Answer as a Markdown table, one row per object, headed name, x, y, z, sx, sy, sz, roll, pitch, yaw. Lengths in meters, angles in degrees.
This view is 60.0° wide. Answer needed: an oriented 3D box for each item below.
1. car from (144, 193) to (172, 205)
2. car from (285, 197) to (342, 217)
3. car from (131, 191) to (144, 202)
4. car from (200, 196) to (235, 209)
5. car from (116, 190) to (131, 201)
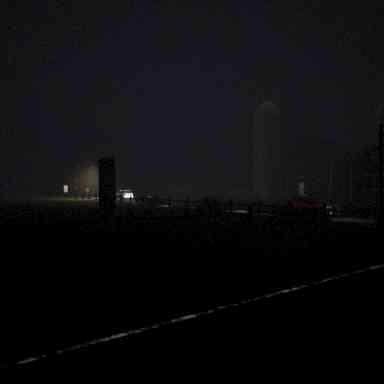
| name | x | y | z | sx | sy | sz | roll | pitch | yaw |
| --- | --- | --- | --- | --- | --- | --- | --- | --- | --- |
| car | -4.809 | 1.134 | 49.004 | 1.812 | 1.442 | 4.674 | -1 | 1 | -36 |
| car | 10.289 | 1.203 | 28.236 | 2.097 | 1.767 | 4.553 | -1 | 1 | -38 |
| car | -8.308 | 0.982 | 58.711 | 2.128 | 1.511 | 4.902 | -1 | 1 | -36 |
| car | 2.875 | 1.227 | 38.310 | 2.128 | 1.511 | 4.902 | -1 | 1 | -36 |
| car | -13.645 | 0.621 | 66.063 | 2.150 | 2.045 | 5.566 | -1 | 1 | -36 |
